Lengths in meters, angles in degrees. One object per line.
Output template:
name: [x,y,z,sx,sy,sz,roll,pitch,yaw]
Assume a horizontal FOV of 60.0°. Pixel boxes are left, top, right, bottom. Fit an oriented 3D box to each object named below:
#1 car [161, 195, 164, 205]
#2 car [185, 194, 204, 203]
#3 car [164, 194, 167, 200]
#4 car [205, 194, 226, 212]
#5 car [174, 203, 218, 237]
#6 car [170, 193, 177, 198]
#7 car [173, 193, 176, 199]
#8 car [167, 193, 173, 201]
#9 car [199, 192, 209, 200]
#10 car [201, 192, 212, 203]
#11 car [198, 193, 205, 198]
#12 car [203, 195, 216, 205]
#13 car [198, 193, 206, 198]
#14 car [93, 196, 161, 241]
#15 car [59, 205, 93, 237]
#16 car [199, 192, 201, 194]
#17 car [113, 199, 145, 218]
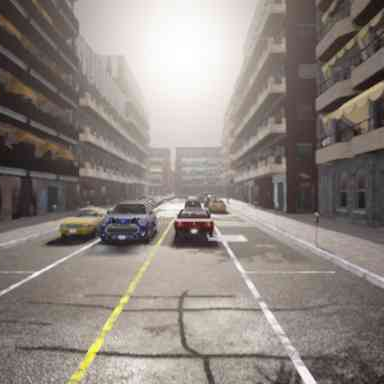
car: [-5.298,1.203,45.039,1.752,1.417,4.829,1,0,0]
car: [0.105,1.272,40.368,1.994,1.385,4.181,0,0,0]
car: [-5.297,1.169,50.603,1.752,1.417,4.829,1,0,0]
car: [2.581,1.273,34.281,1.752,1.417,4.829,1,0,0]
car: [0.098,1.470,17.239,1.895,1.301,4.718,0,0,0]
car: [-5.260,0.983,95.287,1.947,1.339,4.313,1,0,0]
car: [-5.284,1.018,78.423,1.752,1.417,4.829,1,0,0]
car: [-5.301,1.074,67.296,1.752,1.417,4.829,1,0,0]
car: [2.588,0.834,73.055,2.192,1.841,5.009,1,0,0]
car: [2.583,1.117,45.237,1.967,1.590,4.097,1,0,0]
car: [2.587,0.962,95.311,1.887,1.381,4.507,1,0,0]
car: [2.582,1.225,50.801,1.802,1.307,4.206,1,0,0]
car: [2.587,1.007,89.746,1.947,1.339,4.313,1,0,0]
car: [-2.846,1.232,15.759,2.097,1.767,4.553,0,0,0]
car: [-5.301,1.395,17.220,1.752,1.417,4.829,1,0,0]
car: [2.586,0.925,56.365,2.192,1.841,5.009,1,0,0]
car: [-5.300,1.354,28.517,1.947,1.339,4.313,1,0,0]
